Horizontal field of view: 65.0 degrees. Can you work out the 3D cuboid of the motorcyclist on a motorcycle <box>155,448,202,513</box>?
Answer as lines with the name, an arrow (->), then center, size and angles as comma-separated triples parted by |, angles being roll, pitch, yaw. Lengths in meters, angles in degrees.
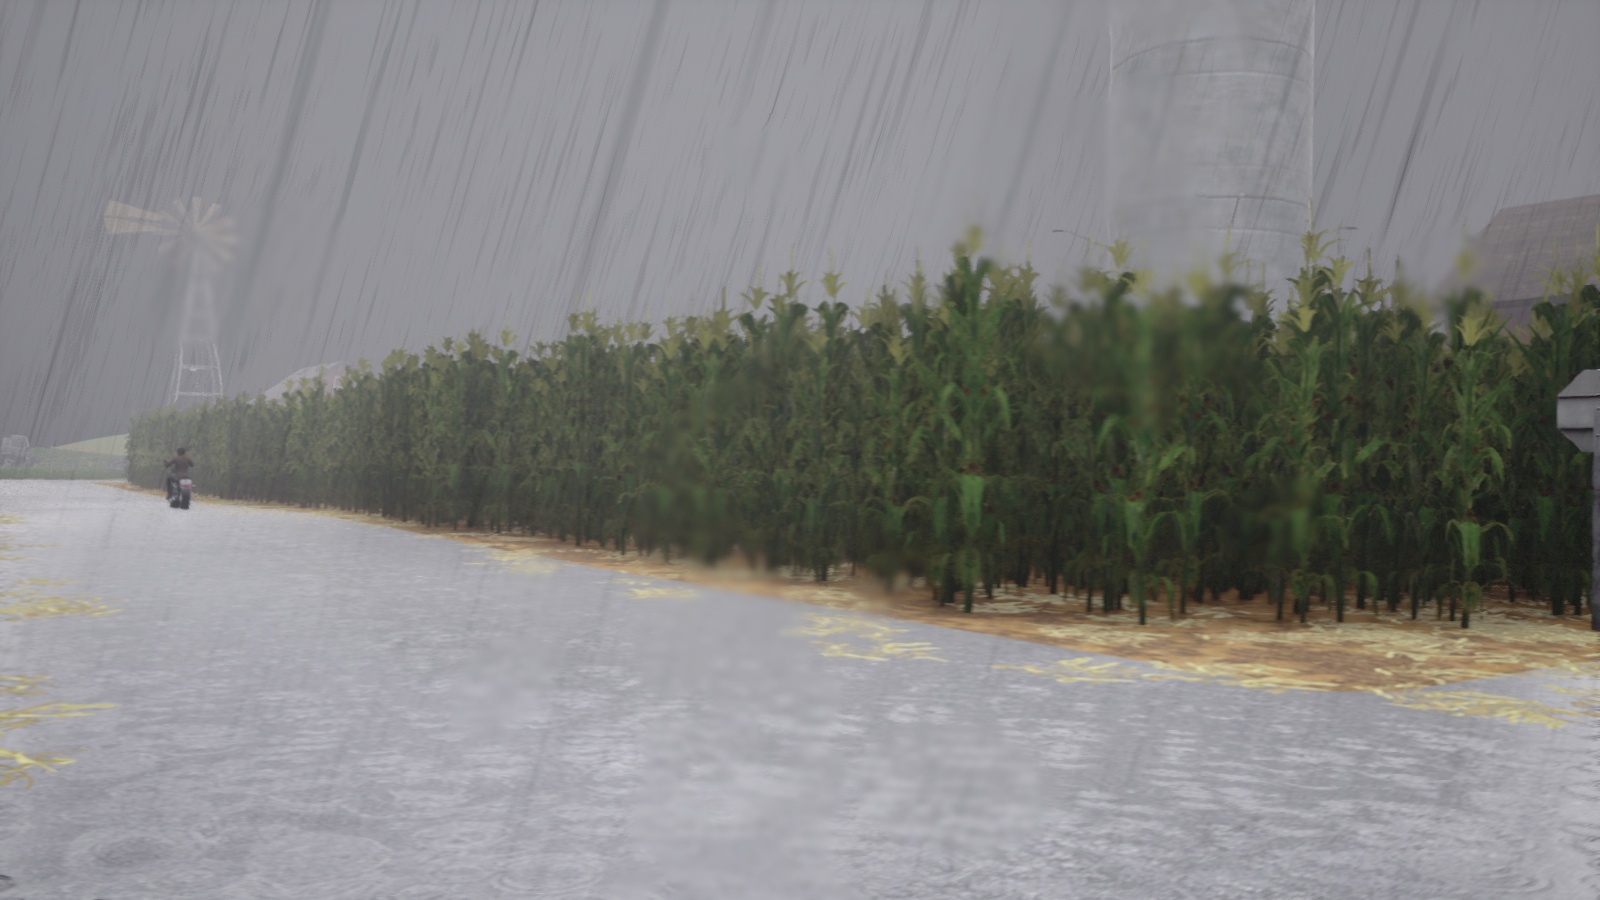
motorcyclist on a motorcycle -> -16.405, 0.820, 33.113 | 0.766, 1.649, 2.350 | 1, -2, -35
